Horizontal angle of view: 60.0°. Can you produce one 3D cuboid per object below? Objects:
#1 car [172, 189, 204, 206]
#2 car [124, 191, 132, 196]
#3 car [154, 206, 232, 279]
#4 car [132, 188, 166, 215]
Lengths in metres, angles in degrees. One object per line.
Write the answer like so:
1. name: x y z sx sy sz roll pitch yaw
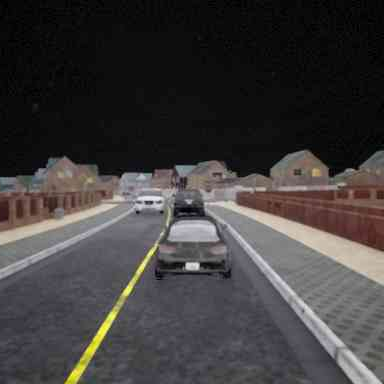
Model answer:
1. car: -0.318 0.752 24.846 2.150 2.045 5.566 0 1 -3
2. car: -16.644 0.306 87.085 1.895 1.301 4.718 -1 1 -21
3. car: 0.050 1.344 9.282 1.812 1.442 4.674 0 1 1
4. car: -3.348 0.711 27.368 2.150 2.045 5.566 0 1 -3
